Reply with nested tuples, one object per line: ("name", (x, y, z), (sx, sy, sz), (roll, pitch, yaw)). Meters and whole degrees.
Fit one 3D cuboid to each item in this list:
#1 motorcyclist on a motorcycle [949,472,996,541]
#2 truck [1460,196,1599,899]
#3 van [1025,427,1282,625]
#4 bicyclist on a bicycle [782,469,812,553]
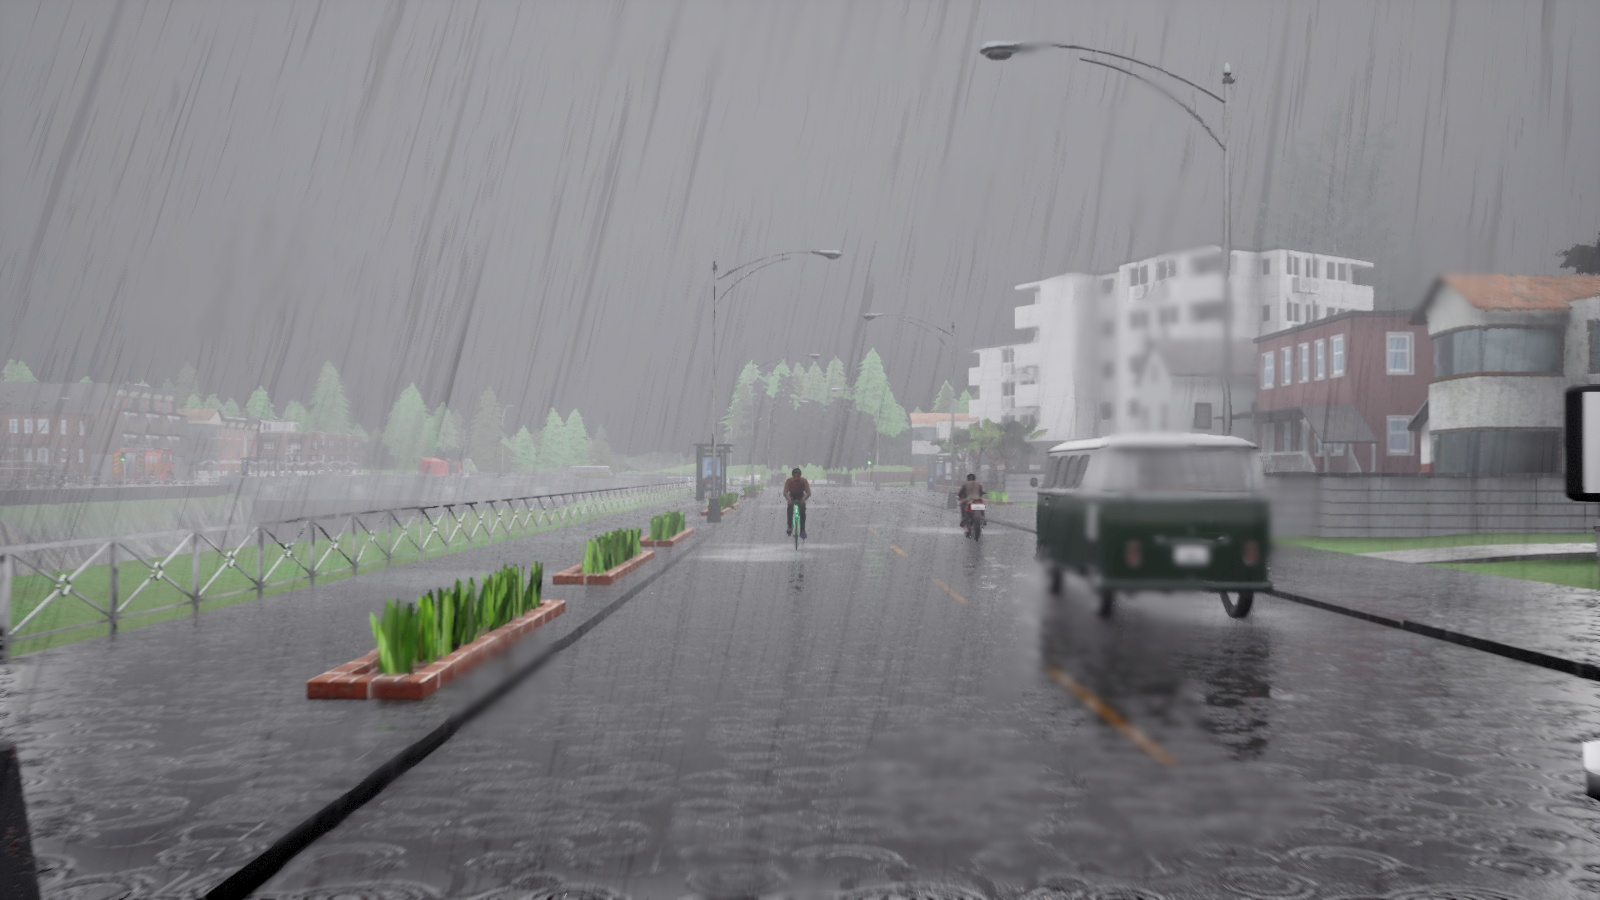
("motorcyclist on a motorcycle", (3.933, 1.263, 28.800), (0.797, 1.523, 2.044), (0, -1, 0))
("truck", (3.993, 0.353, 2.454), (2.627, 2.467, 5.204), (0, -1, 0))
("van", (3.964, 0.801, 14.909), (1.775, 1.987, 4.442), (0, -1, 0))
("bicyclist on a bicycle", (-0.059, 1.186, 25.001), (0.582, 1.620, 1.656), (0, -1, 0))
